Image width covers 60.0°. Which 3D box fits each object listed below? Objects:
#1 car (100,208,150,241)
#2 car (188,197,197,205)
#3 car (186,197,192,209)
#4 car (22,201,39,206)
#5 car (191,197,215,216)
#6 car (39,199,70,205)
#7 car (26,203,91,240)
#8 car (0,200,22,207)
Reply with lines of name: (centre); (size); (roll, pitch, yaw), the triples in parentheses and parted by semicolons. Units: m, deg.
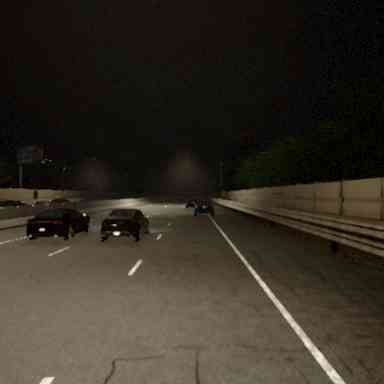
car: (-3.377, 1.623, 17.362); (1.837, 1.490, 4.892); (0, 0, 0)
car: (0.092, 1.896, 71.848); (1.882, 1.535, 5.008); (0, -1, 0)
car: (0.069, 1.769, 53.066); (2.097, 1.767, 4.553); (0, -1, 0)
car: (-21.024, 1.953, 45.936); (1.895, 1.301, 4.718); (0, -1, 0)
car: (1.271, 1.616, 35.822); (2.097, 1.767, 4.553); (0, 0, 0)
car: (-17.530, 1.682, 43.478); (2.097, 1.767, 4.553); (0, 0, 0)
car: (-6.877, 1.599, 17.720); (1.882, 1.535, 5.008); (0, 0, 0)
car: (-24.520, 1.847, 44.647); (1.837, 1.490, 4.892); (0, -1, 0)
